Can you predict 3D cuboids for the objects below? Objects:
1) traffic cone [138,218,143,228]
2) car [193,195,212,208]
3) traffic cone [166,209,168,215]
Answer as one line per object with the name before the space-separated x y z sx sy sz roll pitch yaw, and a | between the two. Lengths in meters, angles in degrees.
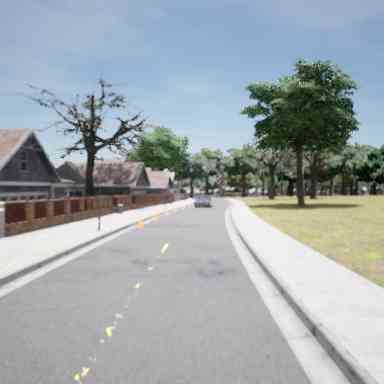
traffic cone | -3.127 1.872 20.353 0.340 0.580 0.340 0 0 4
car | 1.465 1.188 44.435 2.097 1.767 4.553 0 0 8
traffic cone | -2.271 1.834 30.397 0.340 0.580 0.340 0 0 6
